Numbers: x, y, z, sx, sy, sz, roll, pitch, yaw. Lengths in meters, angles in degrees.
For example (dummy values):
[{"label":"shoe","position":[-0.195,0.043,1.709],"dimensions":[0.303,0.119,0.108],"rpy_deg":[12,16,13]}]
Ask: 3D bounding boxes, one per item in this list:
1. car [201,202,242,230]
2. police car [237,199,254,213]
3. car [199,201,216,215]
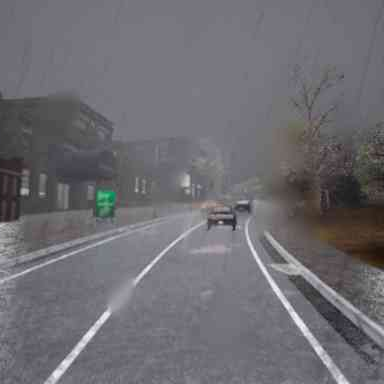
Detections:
[{"label":"car","position":[2.129,1.665,22.727],"dimensions":[2.128,1.511,4.902],"rpy_deg":[-1,-1,9]},{"label":"police car","position":[6.459,1.704,41.039],"dimensions":[1.930,1.638,5.238],"rpy_deg":[-2,-1,17]},{"label":"car","position":[2.189,1.842,39.659],"dimensions":[1.882,1.535,5.008],"rpy_deg":[-2,-1,16]}]
